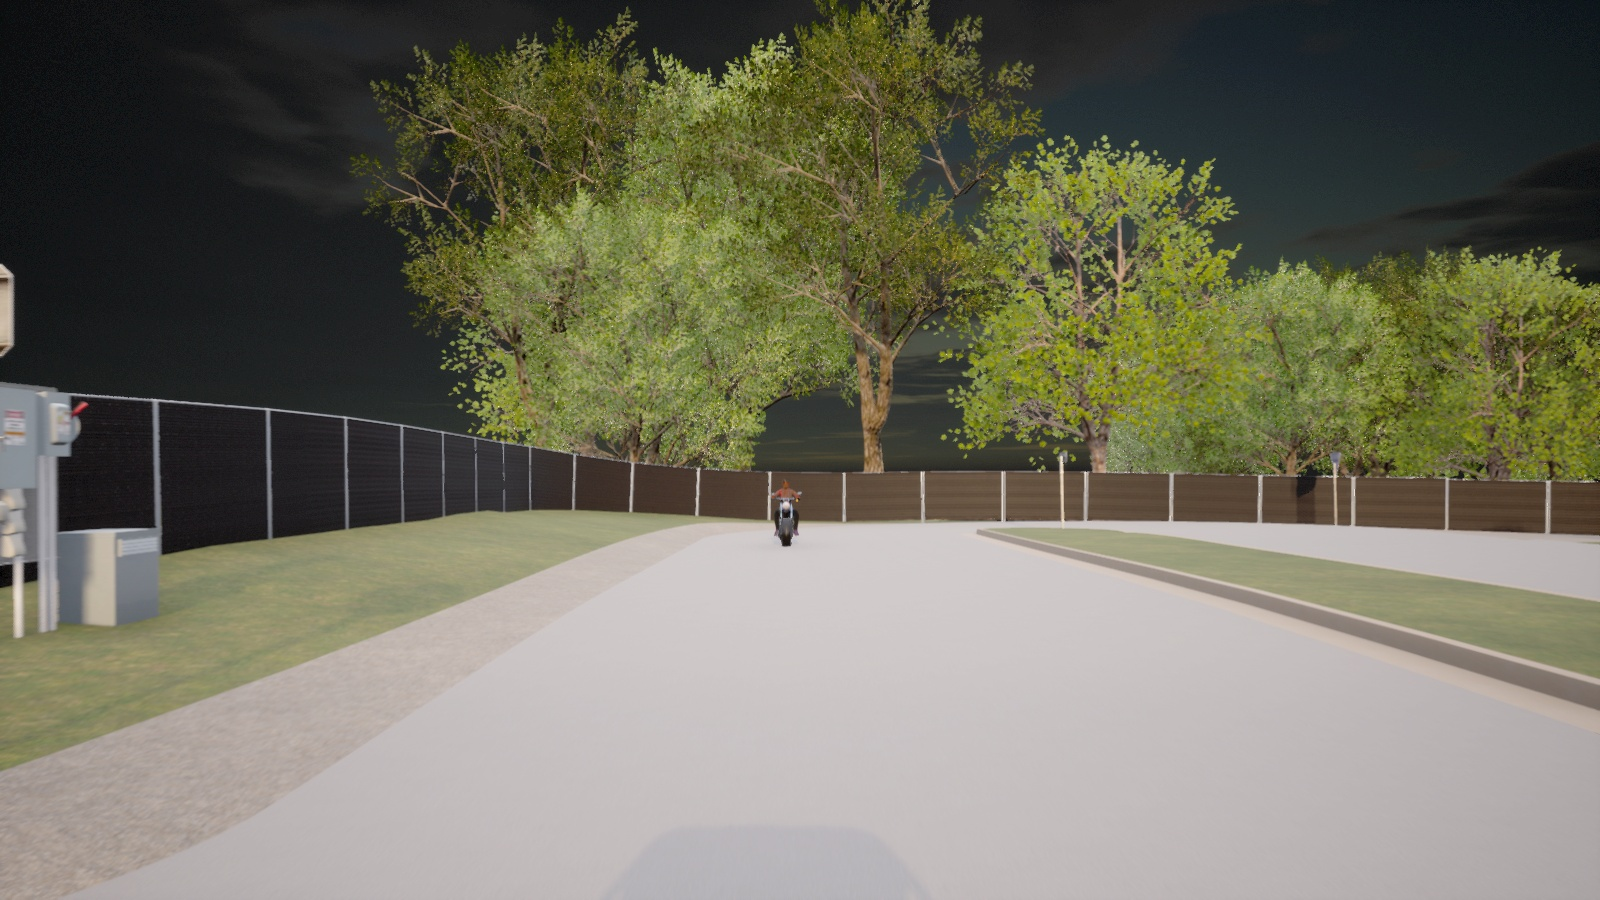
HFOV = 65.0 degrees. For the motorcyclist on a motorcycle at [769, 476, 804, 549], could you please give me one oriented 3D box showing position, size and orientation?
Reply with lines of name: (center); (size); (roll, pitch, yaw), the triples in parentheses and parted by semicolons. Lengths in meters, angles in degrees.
motorcyclist on a motorcycle: (-0.322, 1.473, 29.873); (0.766, 1.649, 2.350); (-1, -2, -1)
